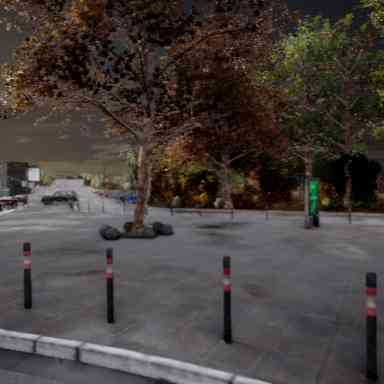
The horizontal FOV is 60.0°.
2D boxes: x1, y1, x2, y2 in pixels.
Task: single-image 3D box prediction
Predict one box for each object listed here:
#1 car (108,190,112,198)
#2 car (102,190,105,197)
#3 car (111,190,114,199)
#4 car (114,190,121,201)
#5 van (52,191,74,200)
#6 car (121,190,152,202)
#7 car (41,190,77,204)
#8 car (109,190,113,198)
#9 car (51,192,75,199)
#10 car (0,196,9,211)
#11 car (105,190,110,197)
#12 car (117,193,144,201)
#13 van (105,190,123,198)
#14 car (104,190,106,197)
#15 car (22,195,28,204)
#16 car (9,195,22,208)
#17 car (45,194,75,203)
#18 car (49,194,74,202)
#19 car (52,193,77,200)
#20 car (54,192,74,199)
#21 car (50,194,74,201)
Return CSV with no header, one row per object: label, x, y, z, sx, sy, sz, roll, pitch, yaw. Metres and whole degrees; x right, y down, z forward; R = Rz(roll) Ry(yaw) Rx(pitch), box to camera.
car,-15.889,0.875,75.484,5.008,1.535,2.097,-1,1,-20
car,-20.681,0.766,88.896,5.008,1.535,2.097,-1,1,-20
car,-13.985,0.920,70.168,4.892,1.521,2.231,-1,1,-20
car,-11.192,0.726,62.300,5.566,2.045,2.435,-1,1,-20
van,-28.536,0.790,73.876,4.442,1.987,1.878,-1,1,-20
car,-9.275,0.881,56.848,4.553,1.767,2.185,-1,1,-20
car,-22.005,0.909,55.204,5.566,2.045,2.435,-1,1,-20
car,-14.938,0.897,72.826,5.008,1.535,2.097,-1,1,-20
car,-31.676,0.952,81.757,5.366,1.575,1.946,-1,1,-20
car,-22.192,1.503,36.697,2.033,1.411,5.357,-1,1,-19
car,-17.826,0.831,80.921,5.008,1.535,2.097,-1,1,-20
car,-12.067,0.960,64.857,4.892,1.521,2.231,-1,1,-20
van,-21.488,0.518,91.470,4.442,1.987,1.878,-1,1,-20
car,-18.787,0.809,83.576,5.008,1.535,2.097,-1,1,-20
car,-29.148,1.308,56.577,1.837,1.490,4.892,-1,1,-19
car,-25.744,1.365,46.735,1.882,1.535,5.008,-1,1,-19
car,-23.886,1.123,60.536,5.008,1.535,2.097,-1,1,-20
car,-25.788,1.123,65.858,4.674,1.452,2.002,-1,1,-20
car,-30.374,0.969,79.222,5.366,1.575,1.946,-1,1,-20
car,-32.426,0.805,84.489,4.553,1.767,2.185,-1,1,-20
car,-26.736,1.101,68.520,4.674,1.452,2.002,-1,1,-20
